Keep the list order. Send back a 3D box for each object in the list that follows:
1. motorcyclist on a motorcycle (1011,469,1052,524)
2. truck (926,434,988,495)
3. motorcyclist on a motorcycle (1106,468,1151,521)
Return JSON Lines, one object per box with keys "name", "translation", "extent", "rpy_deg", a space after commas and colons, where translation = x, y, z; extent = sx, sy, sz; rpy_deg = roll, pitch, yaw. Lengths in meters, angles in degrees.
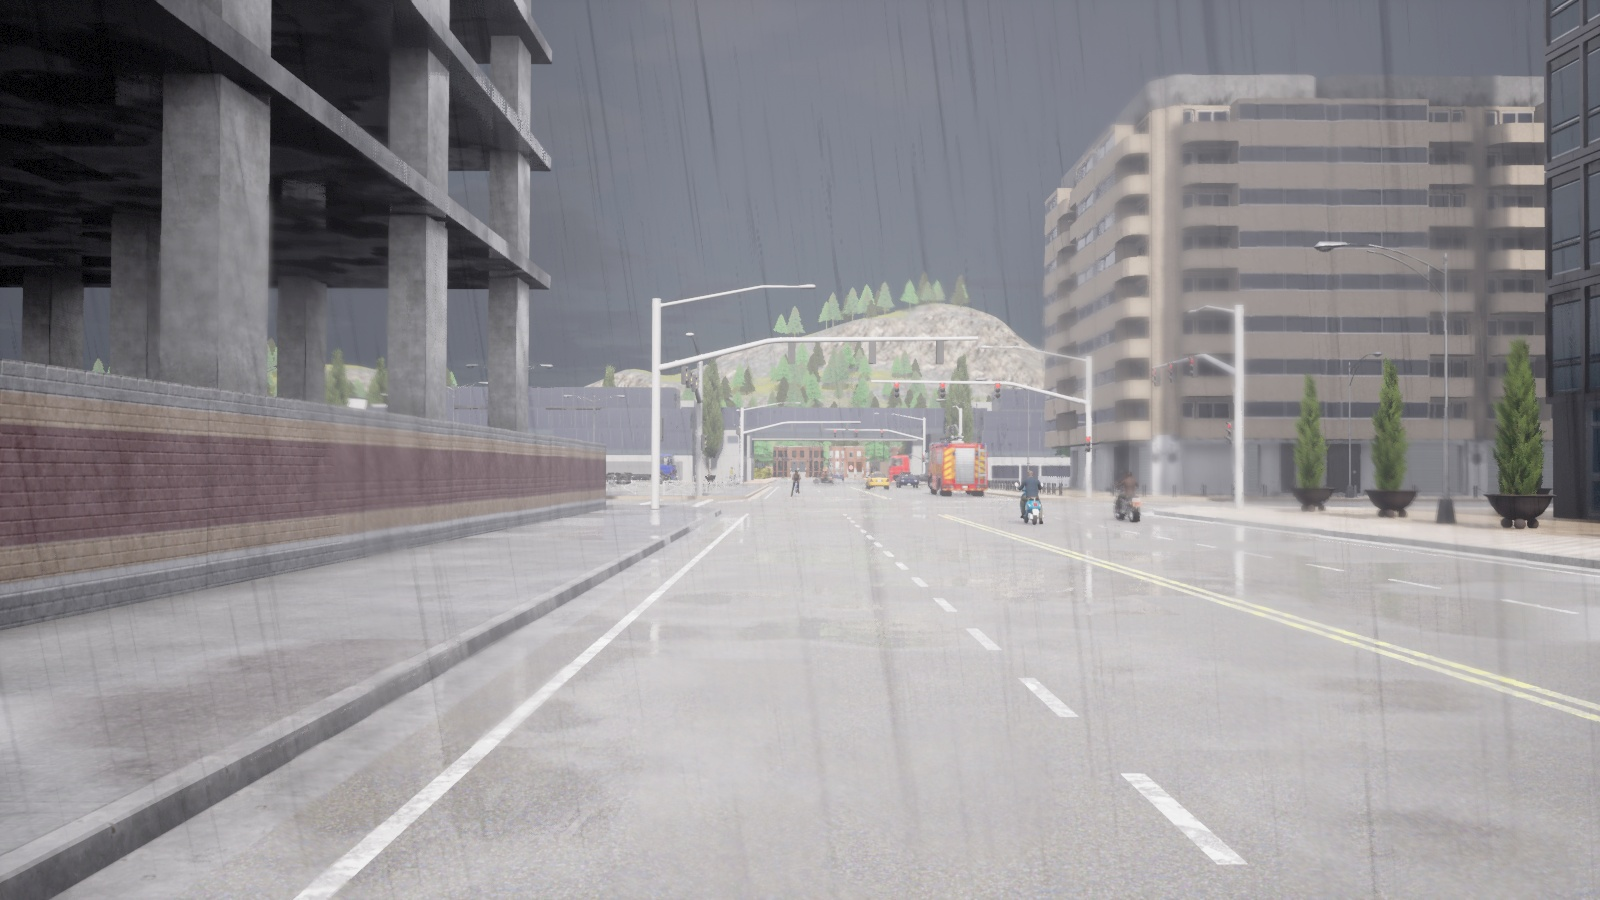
{"name": "motorcyclist on a motorcycle", "translation": [6.898, 1.369, 37.519], "extent": [0.866, 1.590, 1.817], "rpy_deg": [0, -1, 0]}
{"name": "truck", "translation": [10.267, 0.997, 82.867], "extent": [2.891, 3.827, 8.468], "rpy_deg": [0, -1, -1]}
{"name": "motorcyclist on a motorcycle", "translation": [10.392, 1.390, 39.816], "extent": [0.766, 1.649, 2.350], "rpy_deg": [0, -1, 0]}
